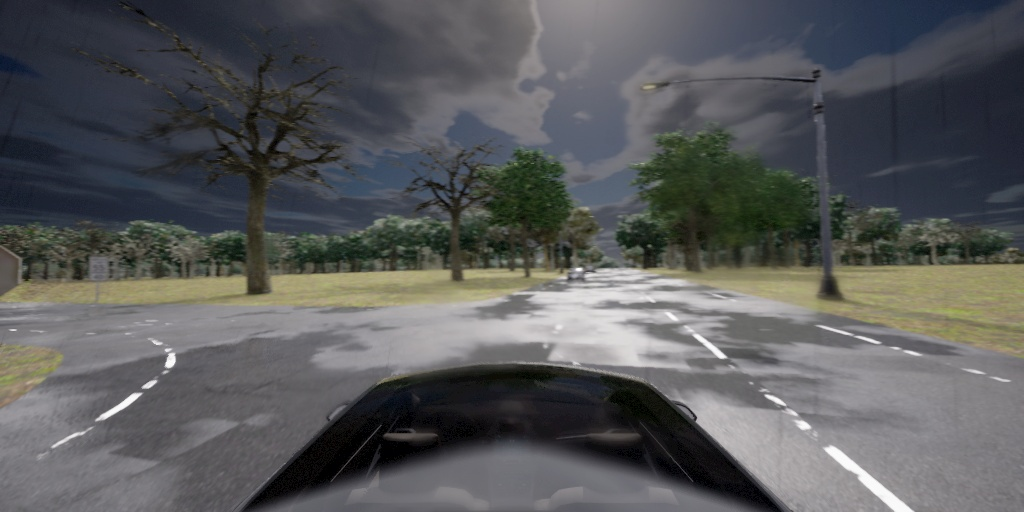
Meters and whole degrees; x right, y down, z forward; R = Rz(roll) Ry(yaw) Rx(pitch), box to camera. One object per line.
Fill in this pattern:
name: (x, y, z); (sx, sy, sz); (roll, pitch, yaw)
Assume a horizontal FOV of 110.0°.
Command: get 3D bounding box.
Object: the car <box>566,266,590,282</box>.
car: (7.097, 2.038, 39.534); (2.128, 1.511, 4.902); (-2, -2, 14)
